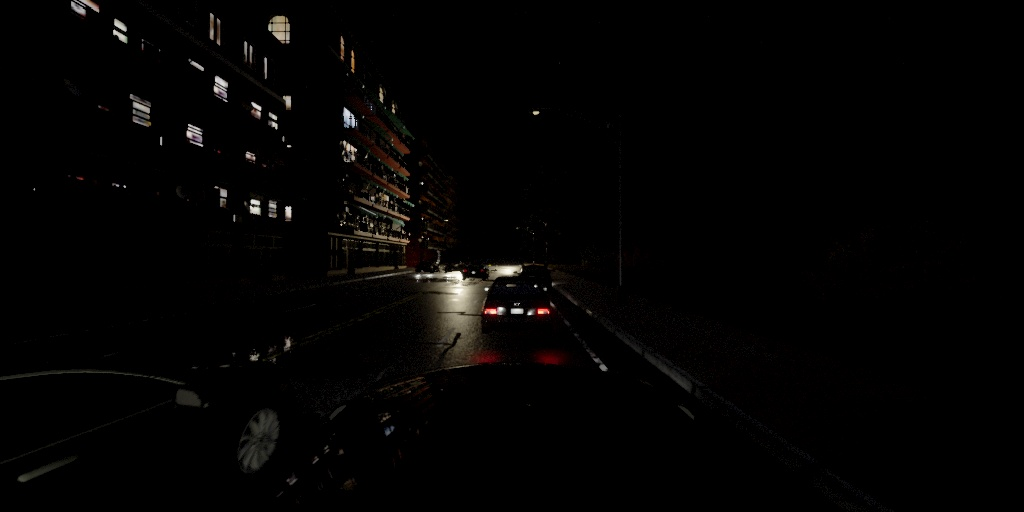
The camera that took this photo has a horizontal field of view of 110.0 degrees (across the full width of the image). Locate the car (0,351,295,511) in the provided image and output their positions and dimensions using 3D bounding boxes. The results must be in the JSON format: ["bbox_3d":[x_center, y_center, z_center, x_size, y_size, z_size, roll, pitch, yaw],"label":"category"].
[{"bbox_3d":[-3.153,1.254,1.732,1.837,1.490,4.892,0,0,0],"label":"car"}]

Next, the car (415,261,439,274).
[{"bbox_3d":[-9.775,1.298,41.774,2.033,1.411,5.357,0,0,0],"label":"car"}]

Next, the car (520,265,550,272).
[{"bbox_3d":[1.172,1.257,20.314,1.837,1.490,4.892,0,0,0],"label":"car"}]

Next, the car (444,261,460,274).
[{"bbox_3d":[-6.525,1.315,41.294,1.994,1.385,4.181,0,0,0],"label":"car"}]

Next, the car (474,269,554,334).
[{"bbox_3d":[0.117,1.299,10.626,2.033,1.411,5.357,0,0,0],"label":"car"}]

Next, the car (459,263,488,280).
[{"bbox_3d":[-3.098,1.314,30.978,1.994,1.385,4.181,0,0,0],"label":"car"}]
